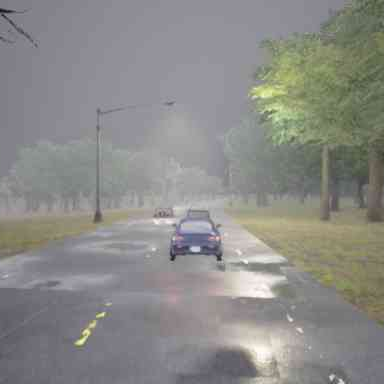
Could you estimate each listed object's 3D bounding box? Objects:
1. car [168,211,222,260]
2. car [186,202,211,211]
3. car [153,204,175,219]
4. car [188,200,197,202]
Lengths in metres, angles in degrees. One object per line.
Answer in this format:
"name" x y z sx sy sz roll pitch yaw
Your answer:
"car" 0.177 1.679 12.954 1.812 1.442 4.674 0 0 1
"car" 0.517 1.814 27.230 2.128 1.511 4.902 0 -1 2
"car" -2.840 1.966 34.217 1.994 1.385 4.181 0 -1 1
"car" 0.020 2.428 78.216 1.895 1.301 4.718 0 -1 5
